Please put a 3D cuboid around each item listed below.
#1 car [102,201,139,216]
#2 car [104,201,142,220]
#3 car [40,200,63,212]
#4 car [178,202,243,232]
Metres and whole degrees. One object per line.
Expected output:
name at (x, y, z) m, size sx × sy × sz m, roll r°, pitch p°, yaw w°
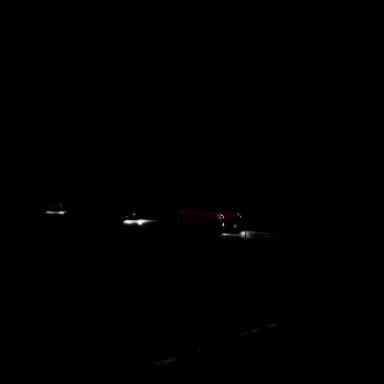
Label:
car at (-7.951, 1.741, 36.524) m, size 1.837 × 1.490 × 4.892 m, roll 0°, pitch -1°, yaw -40°
car at (-6.237, 1.742, 29.939) m, size 1.994 × 1.385 × 4.181 m, roll 0°, pitch 0°, yaw -40°
car at (-19.173, 1.809, 45.307) m, size 1.882 × 1.535 × 5.008 m, roll 0°, pitch -1°, yaw -40°
car at (1.099, 1.451, 21.249) m, size 2.097 × 1.767 × 4.553 m, roll 0°, pitch -1°, yaw -40°
